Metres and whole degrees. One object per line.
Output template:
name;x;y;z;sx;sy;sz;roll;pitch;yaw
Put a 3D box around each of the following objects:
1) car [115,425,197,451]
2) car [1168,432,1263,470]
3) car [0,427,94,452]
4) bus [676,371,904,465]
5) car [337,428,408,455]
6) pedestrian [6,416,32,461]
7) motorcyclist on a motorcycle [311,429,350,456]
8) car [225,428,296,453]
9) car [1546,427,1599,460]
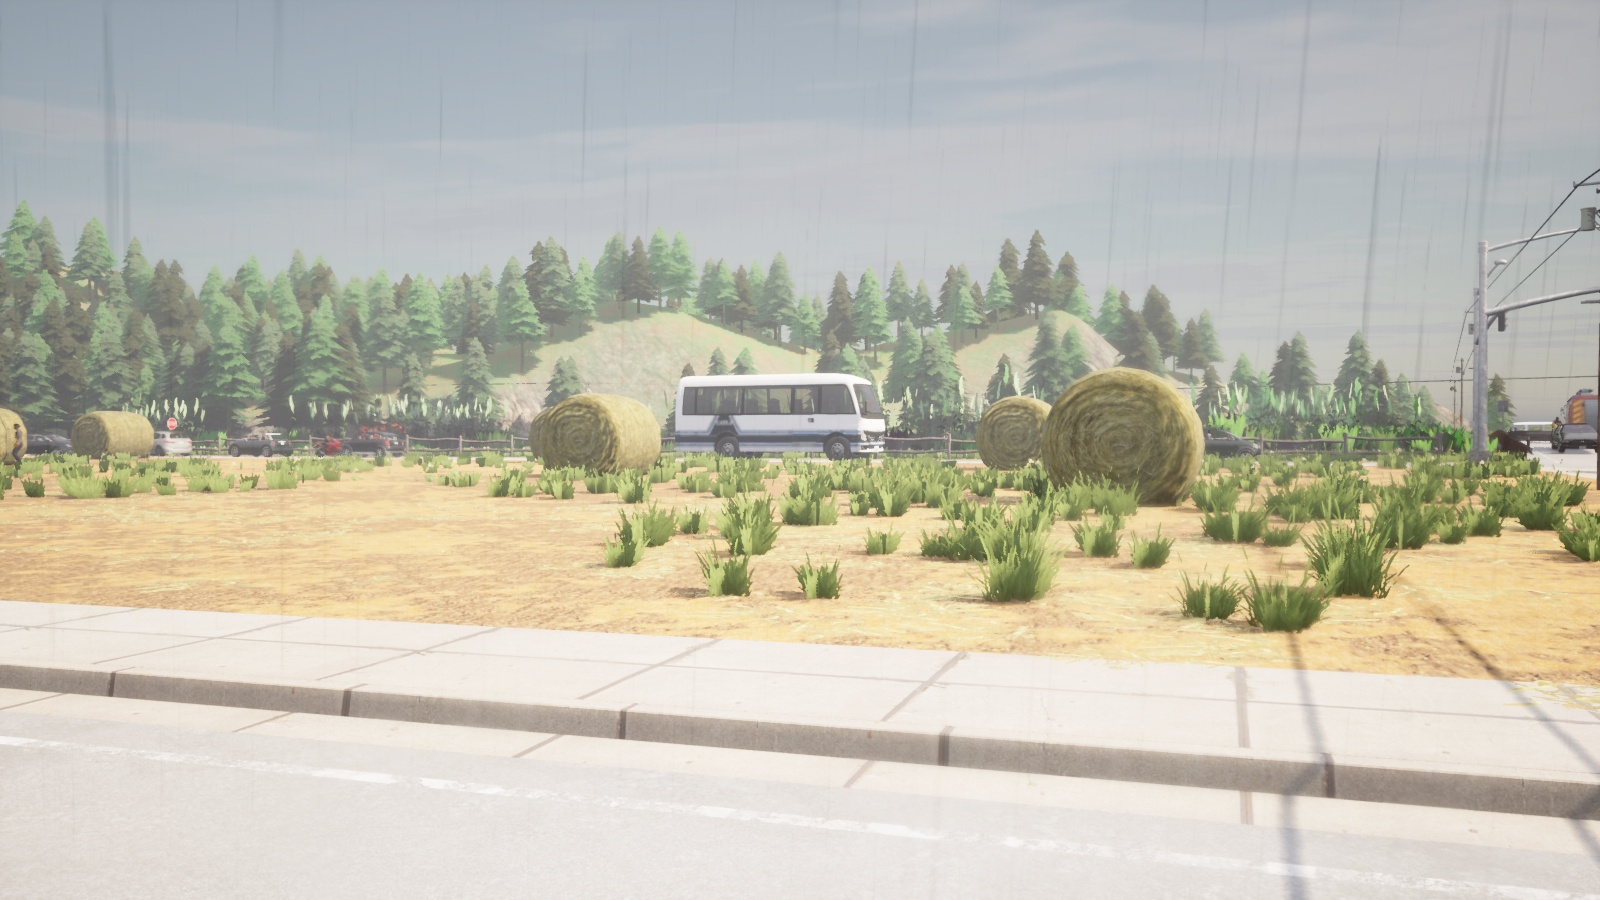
car;-41.717;-0.796;81.372;4.611;1.667;2.242;1;1;23
car;17.590;0.013;53.122;3.705;1.549;1.789;1;1;23
car;-47.749;-0.680;79.708;4.902;1.511;2.128;0;1;9
bus;-0.484;-1.530;60.558;10.273;4.253;3.944;1;1;22
car;-25.415;-0.494;74.650;3.705;1.549;1.789;1;1;22
pedestrian;-31.873;-0.461;51.240;0.869;1.805;0.328;0;1;-27
motorcyclist on a motorcycle;-26.695;-0.443;71.392;2.044;1.523;0.797;1;1;22
car;-33.513;-0.591;77.991;3.806;1.475;1.970;1;1;22
car;39.484;-0.369;63.938;2.033;1.411;5.357;1;4;25
